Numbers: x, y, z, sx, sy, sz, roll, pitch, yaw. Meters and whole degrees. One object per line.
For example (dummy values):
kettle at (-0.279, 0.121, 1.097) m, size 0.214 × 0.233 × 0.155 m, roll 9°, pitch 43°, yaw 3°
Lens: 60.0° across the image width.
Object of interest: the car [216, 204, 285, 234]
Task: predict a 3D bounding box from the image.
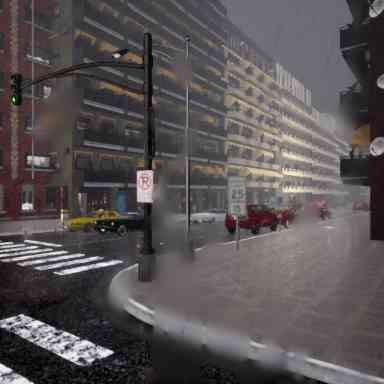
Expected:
car at (4.009, 1.711, 22.033) m, size 2.192 × 1.841 × 5.009 m, roll -1°, pitch -2°, yaw 35°

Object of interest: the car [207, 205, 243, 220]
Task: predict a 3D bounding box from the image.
car at (3.634, 2.164, 36.042) m, size 1.887 × 1.381 × 4.507 m, roll -1°, pitch -2°, yaw 35°

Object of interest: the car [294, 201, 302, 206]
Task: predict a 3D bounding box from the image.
car at (16.624, 2.340, 54.607) m, size 2.192 × 1.841 × 5.009 m, roll -1°, pitch -2°, yaw 35°

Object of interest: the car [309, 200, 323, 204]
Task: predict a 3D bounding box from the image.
car at (23.122, 2.770, 63.881) m, size 1.887 × 1.381 × 4.507 m, roll -1°, pitch -2°, yaw 35°

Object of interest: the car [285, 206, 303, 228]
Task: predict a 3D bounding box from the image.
car at (7.259, 2.043, 26.666) m, size 1.887 × 1.381 × 4.507 m, roll -1°, pitch -2°, yaw 35°

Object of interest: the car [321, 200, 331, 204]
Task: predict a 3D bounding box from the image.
car at (26.368, 2.640, 68.525) m, size 2.192 × 1.841 × 5.009 m, roll -1°, pitch -2°, yaw 35°

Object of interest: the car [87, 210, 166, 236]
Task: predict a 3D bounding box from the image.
car at (-3.830, 1.911, 20.841) m, size 1.895 × 1.301 × 4.718 m, roll 0°, pitch -1°, yaw 35°

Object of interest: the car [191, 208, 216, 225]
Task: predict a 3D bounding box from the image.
car at (1.915, 2.093, 29.048) m, size 1.895 × 1.301 × 4.718 m, roll 0°, pitch -1°, yaw 35°

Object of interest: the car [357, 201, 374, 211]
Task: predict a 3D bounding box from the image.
car at (33.241, 2.621, 63.788) m, size 2.192 × 1.841 × 5.009 m, roll -1°, pitch -2°, yaw 35°

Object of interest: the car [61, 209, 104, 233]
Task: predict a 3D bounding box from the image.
car at (-6.209, 1.834, 21.984) m, size 1.752 × 1.417 × 4.829 m, roll -1°, pitch -2°, yaw 35°

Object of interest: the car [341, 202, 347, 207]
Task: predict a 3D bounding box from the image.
car at (39.364, 3.281, 87.080) m, size 1.947 × 1.339 × 4.313 m, roll -1°, pitch -2°, yaw 35°

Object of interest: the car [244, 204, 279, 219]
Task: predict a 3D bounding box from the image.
car at (7.889, 2.171, 37.560) m, size 2.128 × 1.511 × 4.902 m, roll 0°, pitch -1°, yaw 35°

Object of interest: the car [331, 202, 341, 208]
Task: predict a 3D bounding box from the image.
car at (32.866, 3.066, 77.800) m, size 1.887 × 1.381 × 4.507 m, roll -1°, pitch -2°, yaw 35°

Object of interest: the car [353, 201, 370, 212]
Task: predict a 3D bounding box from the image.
car at (29.992, 2.522, 59.148) m, size 2.192 × 1.841 × 5.009 m, roll -1°, pitch -2°, yaw 35°

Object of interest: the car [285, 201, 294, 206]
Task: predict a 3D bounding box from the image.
car at (13.279, 2.446, 49.822) m, size 1.752 × 1.417 × 4.829 m, roll -1°, pitch -2°, yaw 35°

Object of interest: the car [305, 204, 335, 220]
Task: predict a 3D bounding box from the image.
car at (13.755, 2.284, 35.944) m, size 1.802 × 1.307 × 4.206 m, roll -1°, pitch -2°, yaw 35°
